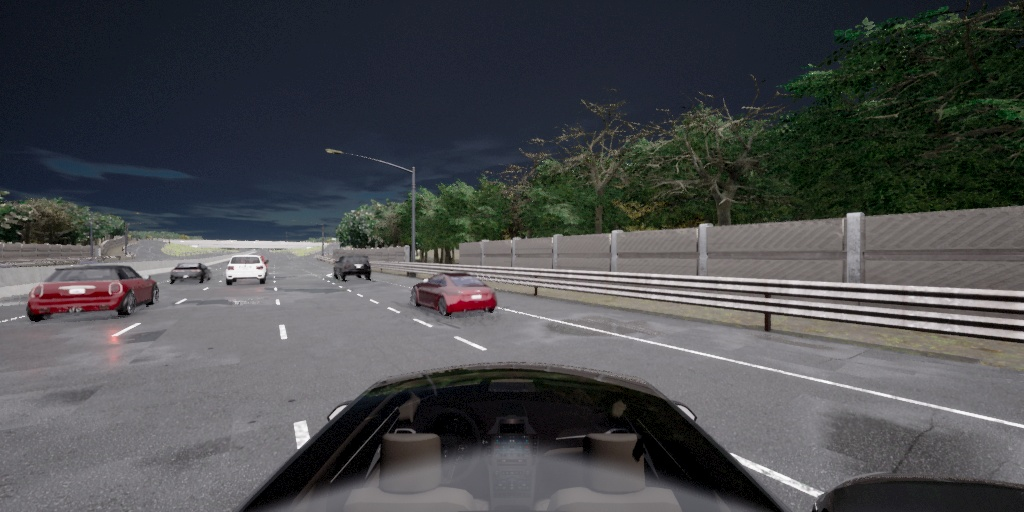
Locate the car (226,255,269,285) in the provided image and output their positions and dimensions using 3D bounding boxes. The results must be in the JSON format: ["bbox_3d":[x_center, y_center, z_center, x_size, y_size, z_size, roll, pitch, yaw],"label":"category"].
[{"bbox_3d":[-19.273,0.957,26.139,2.150,2.045,5.566,0,0,-34],"label":"car"}]

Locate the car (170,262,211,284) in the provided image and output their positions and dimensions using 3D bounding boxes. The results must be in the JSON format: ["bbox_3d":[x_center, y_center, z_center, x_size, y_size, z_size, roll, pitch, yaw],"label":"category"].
[{"bbox_3d":[-23.983,1.222,26.875,2.128,1.511,4.902,0,0,-34],"label":"car"}]

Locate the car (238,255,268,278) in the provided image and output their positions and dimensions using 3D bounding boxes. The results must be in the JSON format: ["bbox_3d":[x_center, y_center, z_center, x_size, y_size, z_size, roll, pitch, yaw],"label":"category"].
[{"bbox_3d":[-25.263,0.947,35.091,2.150,2.045,5.566,0,0,-34],"label":"car"}]

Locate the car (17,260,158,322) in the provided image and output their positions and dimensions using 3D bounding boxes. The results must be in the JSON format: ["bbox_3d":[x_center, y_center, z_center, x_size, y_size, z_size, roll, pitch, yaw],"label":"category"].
[{"bbox_3d":[-14.437,1.097,12.683,2.097,1.767,4.553,0,0,-34],"label":"car"}]

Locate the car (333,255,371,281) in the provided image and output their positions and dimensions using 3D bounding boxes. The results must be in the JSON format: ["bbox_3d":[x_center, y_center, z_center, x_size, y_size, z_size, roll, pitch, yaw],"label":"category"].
[{"bbox_3d":[-13.344,0.956,29.868,2.150,2.045,5.566,0,0,-34],"label":"car"}]

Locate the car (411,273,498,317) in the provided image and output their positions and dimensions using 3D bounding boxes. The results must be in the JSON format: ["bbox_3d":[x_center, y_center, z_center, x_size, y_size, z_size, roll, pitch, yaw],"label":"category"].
[{"bbox_3d":[-2.288,1.313,13.458,1.994,1.385,4.181,0,0,-34],"label":"car"}]

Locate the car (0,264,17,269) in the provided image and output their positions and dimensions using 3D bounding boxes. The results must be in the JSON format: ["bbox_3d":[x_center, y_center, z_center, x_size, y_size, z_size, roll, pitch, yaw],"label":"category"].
[{"bbox_3d":[-42.985,1.318,29.757,1.895,1.301,4.718,0,0,-34],"label":"car"}]

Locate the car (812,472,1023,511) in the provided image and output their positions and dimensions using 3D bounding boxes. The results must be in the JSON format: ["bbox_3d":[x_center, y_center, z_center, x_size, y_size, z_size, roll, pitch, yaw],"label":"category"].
[{"bbox_3d":[2.987,1.315,0.391,4.181,1.385,1.994,0,0,34],"label":"car"}]
